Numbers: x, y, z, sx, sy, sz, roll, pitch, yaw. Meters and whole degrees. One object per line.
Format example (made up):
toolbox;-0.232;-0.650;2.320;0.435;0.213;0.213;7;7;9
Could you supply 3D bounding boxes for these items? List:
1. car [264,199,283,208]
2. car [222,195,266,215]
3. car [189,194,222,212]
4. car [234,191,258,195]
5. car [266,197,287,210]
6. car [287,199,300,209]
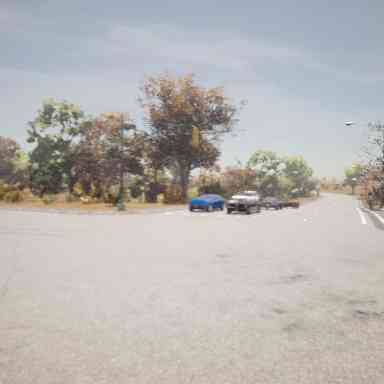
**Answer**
car;13.025;1.808;53.152;1.895;1.301;4.718;1;-1;27
car;4.456;1.132;27.949;1.895;1.301;4.718;1;0;26
car;1.471;0.942;29.823;1.882;1.535;5.008;1;0;27
car;6.446;0.901;39.894;2.150;2.045;5.566;1;-1;27
car;8.845;1.266;36.851;1.994;1.385;4.181;1;-1;26
car;14.021;1.703;47.264;1.895;1.301;4.718;1;-2;27
